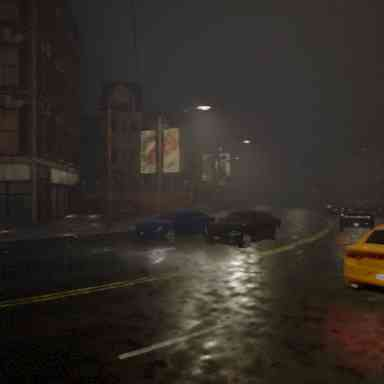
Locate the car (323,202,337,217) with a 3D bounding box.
[{"bbox_3d":[14.955,1.790,34.524,2.033,1.411,5.357,0,0,11],"label":"car"}]

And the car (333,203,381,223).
[{"bbox_3d":[10.336,1.635,20.914,2.128,1.511,4.902,0,-1,26],"label":"car"}]

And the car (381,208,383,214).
[{"bbox_3d":[18.691,1.844,35.814,1.895,1.301,4.718,0,0,9],"label":"car"}]

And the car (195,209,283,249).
[{"bbox_3d":[2.518,1.598,15.473,1.882,1.535,5.008,0,0,38],"label":"car"}]

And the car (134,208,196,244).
[{"bbox_3d":[-0.695,1.619,17.041,1.882,1.535,5.008,0,0,39],"label":"car"}]

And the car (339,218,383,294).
[{"bbox_3d":[5.481,1.533,8.259,1.882,1.535,5.008,0,-1,45],"label":"car"}]
